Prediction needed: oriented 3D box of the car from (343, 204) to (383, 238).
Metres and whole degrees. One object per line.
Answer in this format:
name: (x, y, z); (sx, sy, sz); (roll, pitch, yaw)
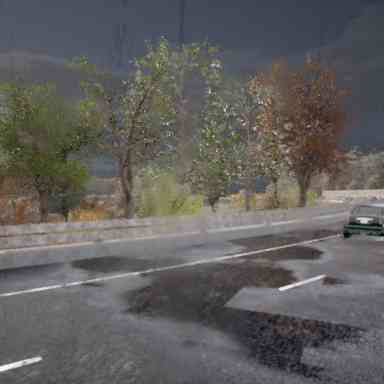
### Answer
car: (9.475, 1.392, 16.923); (2.097, 1.767, 4.553); (0, 0, 45)
